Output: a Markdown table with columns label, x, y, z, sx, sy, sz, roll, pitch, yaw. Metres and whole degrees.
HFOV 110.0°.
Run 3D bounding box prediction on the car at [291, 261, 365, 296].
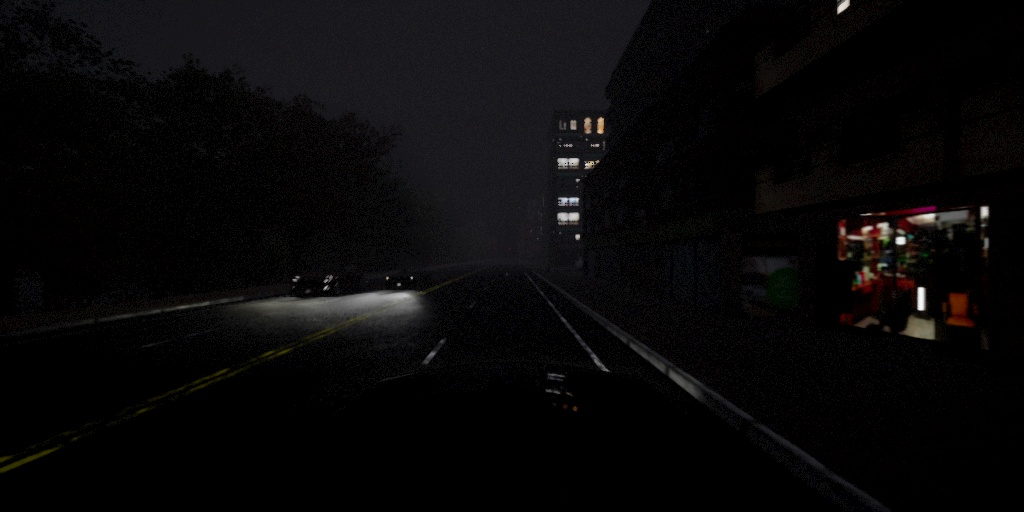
| label | x | y | z | sx | sy | sz | roll | pitch | yaw |
| --- | --- | --- | --- | --- | --- | --- | --- | --- | --- |
| car | -9.852 | 1.121 | 19.556 | 2.097 | 1.767 | 4.553 | 0 | 0 | 0 |

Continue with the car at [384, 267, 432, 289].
| label | x | y | z | sx | sy | sz | roll | pitch | yaw |
| --- | --- | --- | --- | --- | --- | --- | --- | --- | --- |
| car | -6.602 | 1.375 | 23.200 | 1.895 | 1.301 | 4.718 | 0 | 0 | 0 |

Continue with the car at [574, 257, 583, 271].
| label | x | y | z | sx | sy | sz | roll | pitch | yaw |
| --- | --- | --- | --- | --- | --- | --- | --- | --- | --- |
| car | 12.241 | 1.259 | 54.330 | 5.566 | 2.045 | 2.150 | 1 | 0 | 0 |
